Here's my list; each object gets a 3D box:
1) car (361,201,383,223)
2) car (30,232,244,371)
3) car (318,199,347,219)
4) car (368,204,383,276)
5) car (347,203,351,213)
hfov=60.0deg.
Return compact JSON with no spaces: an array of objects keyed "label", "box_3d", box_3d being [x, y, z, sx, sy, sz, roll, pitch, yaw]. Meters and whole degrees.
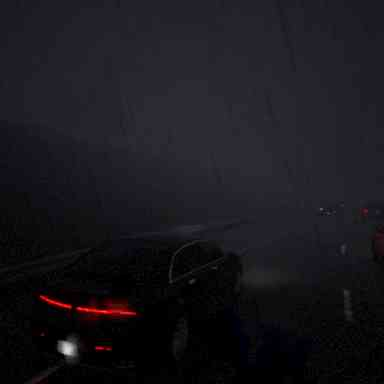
[{"label":"car","box_3d":[14.521,1.504,26.165,2.097,1.767,4.553,1,0,27]},{"label":"car","box_3d":[-0.422,1.472,5.880,1.837,1.490,4.892,1,0,23]},{"label":"car","box_3d":[12.743,1.633,30.425,1.812,1.442,4.674,1,0,29]},{"label":"car","box_3d":[6.345,1.423,9.232,2.097,1.767,4.553,1,0,24]},{"label":"car","box_3d":[17.681,1.666,39.681,1.837,1.490,4.892,1,1,30]}]
